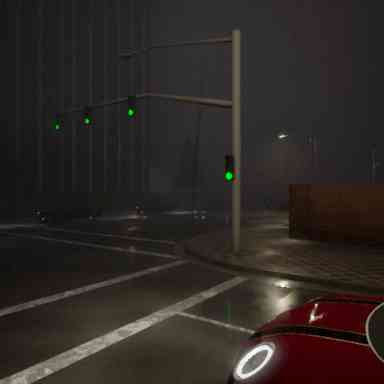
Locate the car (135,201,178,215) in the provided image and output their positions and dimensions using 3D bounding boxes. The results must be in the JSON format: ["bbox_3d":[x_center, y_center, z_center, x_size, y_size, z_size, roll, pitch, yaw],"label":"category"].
[{"bbox_3d":[-3.524,1.594,33.593,1.895,1.301,4.718,0,0,35],"label":"car"}]

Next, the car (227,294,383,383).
[{"bbox_3d":[2.472,1.352,2.195,4.553,1.767,2.097,0,0,36],"label":"car"}]

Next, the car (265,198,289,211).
[{"bbox_3d":[10.758,1.487,41.319,2.128,1.511,4.902,0,0,36],"label":"car"}]

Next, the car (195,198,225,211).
[{"bbox_3d":[2.318,1.485,41.805,2.128,1.511,4.902,0,0,36],"label":"car"}]

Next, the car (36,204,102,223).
[{"bbox_3d":[-9.303,1.594,25.436,1.895,1.301,4.718,0,0,35],"label":"car"}]
